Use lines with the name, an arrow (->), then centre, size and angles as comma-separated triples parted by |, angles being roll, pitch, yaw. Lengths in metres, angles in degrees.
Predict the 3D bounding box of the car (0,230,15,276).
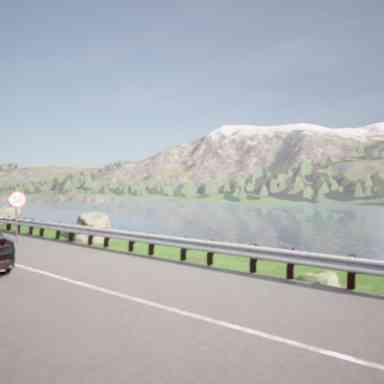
car -> -6.630, 1.459, 9.079 | 4.892, 1.490, 1.837 | 0, 0, 38
